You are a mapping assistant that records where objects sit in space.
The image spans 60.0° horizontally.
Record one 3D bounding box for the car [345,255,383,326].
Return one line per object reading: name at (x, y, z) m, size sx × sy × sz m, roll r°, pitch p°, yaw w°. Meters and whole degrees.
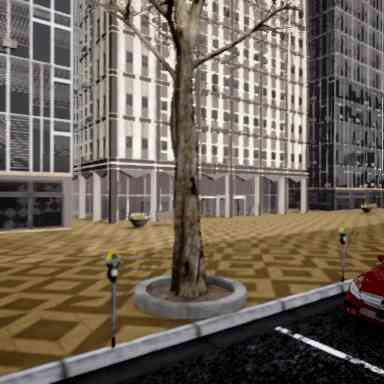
car at (4.554, 1.585, 6.109) m, size 4.206 × 1.307 × 1.802 m, roll 0°, pitch 0°, yaw -35°
